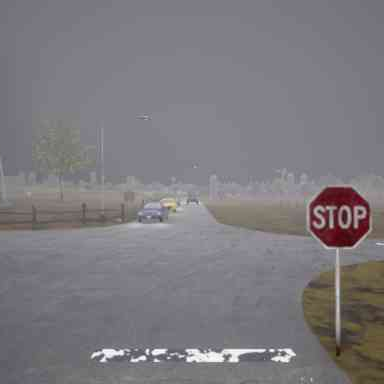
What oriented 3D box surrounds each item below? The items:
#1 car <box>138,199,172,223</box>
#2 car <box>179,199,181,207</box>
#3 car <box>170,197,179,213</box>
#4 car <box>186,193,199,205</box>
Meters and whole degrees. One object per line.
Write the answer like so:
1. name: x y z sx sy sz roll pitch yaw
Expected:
1. car: -2.977 1.535 26.140 1.812 1.442 4.674 0 0 3
2. car: -2.747 1.517 51.444 2.128 1.511 4.902 0 0 0
3. car: -2.778 1.491 38.054 1.882 1.535 5.008 0 0 0
4. car: 0.108 1.261 60.845 2.150 2.045 5.566 0 0 0
